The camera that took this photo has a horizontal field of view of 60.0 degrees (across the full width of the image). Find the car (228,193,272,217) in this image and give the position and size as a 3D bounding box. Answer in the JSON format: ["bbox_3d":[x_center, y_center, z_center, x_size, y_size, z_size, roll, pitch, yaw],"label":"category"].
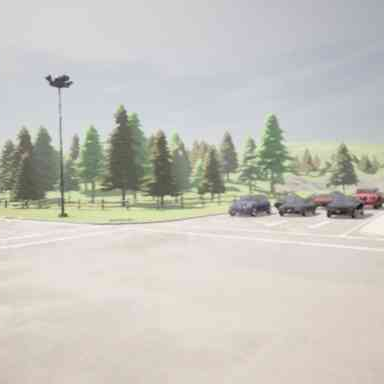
[{"bbox_3d":[4.820,1.015,27.440,2.097,1.767,4.553,-1,1,36],"label":"car"}]

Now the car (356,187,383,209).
[{"bbox_3d":[17.120,0.543,32.494,2.150,2.045,5.566,-1,1,36],"label":"car"}]

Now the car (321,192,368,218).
[{"bbox_3d":[11.304,1.006,24.450,1.882,1.535,5.008,-1,1,36],"label":"car"}]

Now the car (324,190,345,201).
[{"bbox_3d":[21.793,0.567,50.714,1.837,1.490,4.892,-1,1,36],"label":"car"}]

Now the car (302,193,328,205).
[{"bbox_3d":[15.802,0.838,42.572,1.994,1.385,4.181,-1,1,36],"label":"car"}]

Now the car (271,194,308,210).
[{"bbox_3d":[10.372,1.014,35.101,2.033,1.411,5.357,-1,1,36],"label":"car"}]

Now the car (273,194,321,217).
[{"bbox_3d":[8.398,1.147,26.407,1.994,1.385,4.181,-1,1,36],"label":"car"}]

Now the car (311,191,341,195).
[{"bbox_3d":[13.661,0.875,33.675,1.882,1.535,5.008,-1,1,36],"label":"car"}]
